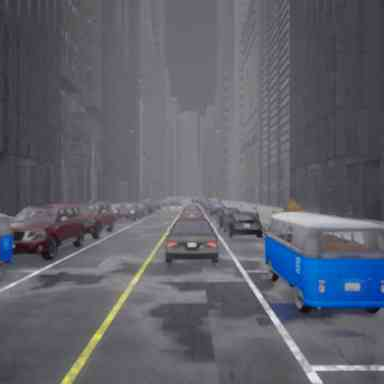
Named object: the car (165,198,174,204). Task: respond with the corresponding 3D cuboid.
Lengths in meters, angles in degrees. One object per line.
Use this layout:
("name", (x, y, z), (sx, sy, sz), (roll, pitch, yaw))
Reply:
("car", (-5.775, 2.298, 86.083), (1.967, 1.590, 4.097), (0, -1, 0))

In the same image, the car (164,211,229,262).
("car", (0.008, 1.666, 12.542), (2.033, 1.411, 5.357), (0, -1, 0))

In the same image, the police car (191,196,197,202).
("police car", (0.887, 2.291, 86.767), (1.930, 1.638, 5.238), (0, -1, 0))

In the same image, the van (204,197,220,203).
("van", (2.758, 1.738, 41.226), (1.690, 1.788, 3.998), (0, -1, 0))

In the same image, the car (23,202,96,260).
("car", (-5.763, 1.440, 13.165), (2.192, 1.841, 5.009), (0, -1, 0))

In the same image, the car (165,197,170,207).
("car", (-5.771, 2.174, 63.645), (2.008, 1.369, 4.403), (0, -1, 0))

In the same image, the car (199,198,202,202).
("car", (2.755, 2.131, 58.050), (1.947, 1.339, 4.313), (0, -1, 0))

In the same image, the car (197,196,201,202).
("car", (2.752, 2.055, 74.879), (2.192, 1.841, 5.009), (0, -1, 0))

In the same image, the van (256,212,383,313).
("van", (2.763, 1.413, 7.573), (1.690, 1.788, 3.998), (0, -1, 0))

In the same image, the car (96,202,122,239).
("car", (-5.764, 1.493, 18.773), (2.192, 1.841, 5.009), (0, -1, 0))

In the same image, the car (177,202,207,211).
("car", (0.017, 1.837, 28.474), (1.994, 1.385, 4.181), (0, 0, 1))

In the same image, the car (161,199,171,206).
("car", (-5.773, 2.263, 74.694), (1.752, 1.417, 4.829), (0, -1, 0))

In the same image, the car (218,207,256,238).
("car", (2.761, 1.744, 18.788), (1.947, 1.339, 4.313), (0, -1, 0))

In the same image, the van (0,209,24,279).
("van", (-5.762, 1.413, 7.554), (1.690, 1.788, 3.998), (0, -1, 0))

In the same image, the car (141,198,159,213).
("car", (-5.767, 1.712, 41.211), (2.192, 1.841, 5.009), (0, -1, 0))

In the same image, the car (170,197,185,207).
("car", (-3.020, 2.187, 65.394), (2.033, 1.411, 5.357), (0, -1, 0))

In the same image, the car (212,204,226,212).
("car", (2.760, 1.798, 24.398), (1.947, 1.339, 4.313), (0, -1, 0))

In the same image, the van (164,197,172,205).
("van", (-5.774, 2.140, 80.475), (1.690, 1.788, 3.998), (0, -1, 0))

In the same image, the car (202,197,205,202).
("car", (2.757, 1.892, 46.834), (1.967, 1.590, 4.097), (0, -1, 0))

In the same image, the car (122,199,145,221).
("car", (-5.766, 1.727, 29.991), (1.967, 1.590, 4.097), (0, -1, 0))

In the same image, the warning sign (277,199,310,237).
("warning sign", (5.063, 1.273, 16.665), (1.300, 1.860, 1.060), (0, -1, 0))

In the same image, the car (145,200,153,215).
("car", (-5.767, 1.893, 35.599), (2.008, 1.369, 4.403), (0, -1, 0))

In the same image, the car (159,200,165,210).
("car", (-5.769, 2.075, 52.427), (1.947, 1.339, 4.313), (0, -1, 0))

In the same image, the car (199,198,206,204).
("car", (2.750, 2.385, 86.265), (1.752, 1.417, 4.829), (0, -1, 0))

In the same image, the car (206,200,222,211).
("car", (2.758, 1.887, 35.616), (1.887, 1.381, 4.507), (0, -1, 0))

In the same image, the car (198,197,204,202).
("car", (2.753, 2.263, 69.268), (1.802, 1.307, 4.206), (0, -1, 0))

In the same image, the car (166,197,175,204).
("car", (-5.776, 2.232, 91.693), (2.192, 1.841, 5.009), (0, -1, 0))
